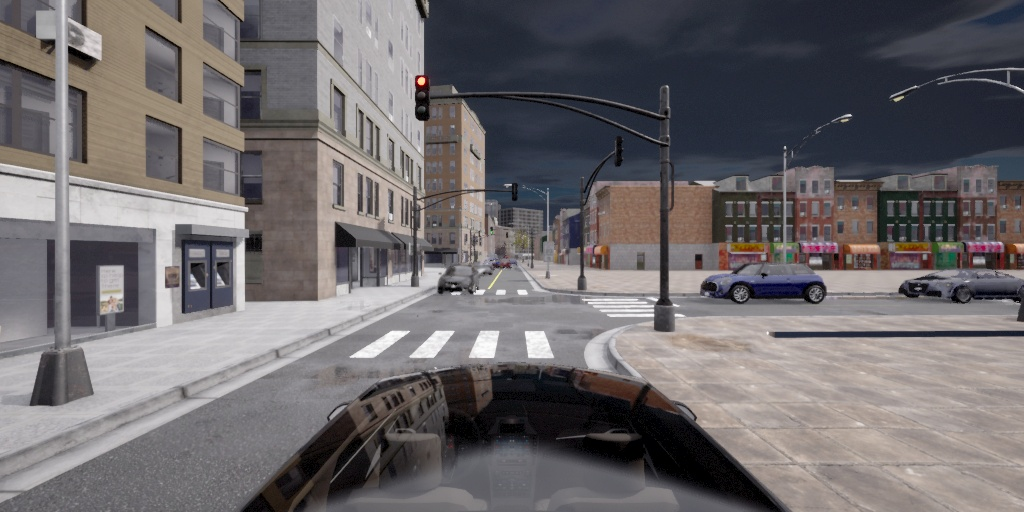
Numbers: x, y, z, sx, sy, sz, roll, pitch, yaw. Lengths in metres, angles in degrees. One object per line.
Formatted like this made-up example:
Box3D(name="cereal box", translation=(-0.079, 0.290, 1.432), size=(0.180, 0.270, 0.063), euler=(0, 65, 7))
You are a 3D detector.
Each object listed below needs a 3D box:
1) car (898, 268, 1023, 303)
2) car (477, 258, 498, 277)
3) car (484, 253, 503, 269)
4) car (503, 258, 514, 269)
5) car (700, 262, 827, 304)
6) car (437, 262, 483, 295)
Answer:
Box3D(name="car", translation=(19.665, 1.233, 15.625), size=(4.181, 1.385, 1.994), euler=(0, 0, -1))
Box3D(name="car", translation=(-2.884, 1.249, 36.256), size=(2.128, 1.511, 4.902), euler=(0, 0, 0))
Box3D(name="car", translation=(-2.811, 0.644, 51.977), size=(2.150, 2.045, 5.566), euler=(0, 0, 0))
Box3D(name="car", translation=(-1.917, 1.128, 57.548), size=(2.097, 1.767, 4.553), euler=(0, 0, -22))
Box3D(name="car", translation=(10.743, 1.054, 15.597), size=(4.553, 1.767, 2.097), euler=(0, 0, 1))
Box3D(name="car", translation=(-2.873, 1.257, 19.961), size=(1.837, 1.490, 4.892), euler=(0, 0, 0))
